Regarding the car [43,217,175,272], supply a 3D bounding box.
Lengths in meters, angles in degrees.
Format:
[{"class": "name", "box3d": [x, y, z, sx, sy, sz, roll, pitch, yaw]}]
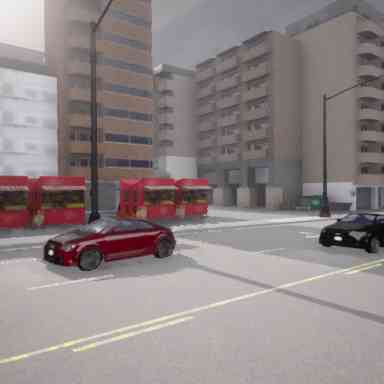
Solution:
[{"class": "car", "box3d": [-2.586, 1.531, 10.924, 4.181, 1.385, 1.994, -1, 1, -42]}]

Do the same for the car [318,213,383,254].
[{"class": "car", "box3d": [7.048, 1.569, 13.643, 4.181, 1.385, 1.994, 0, 0, -37]}]
